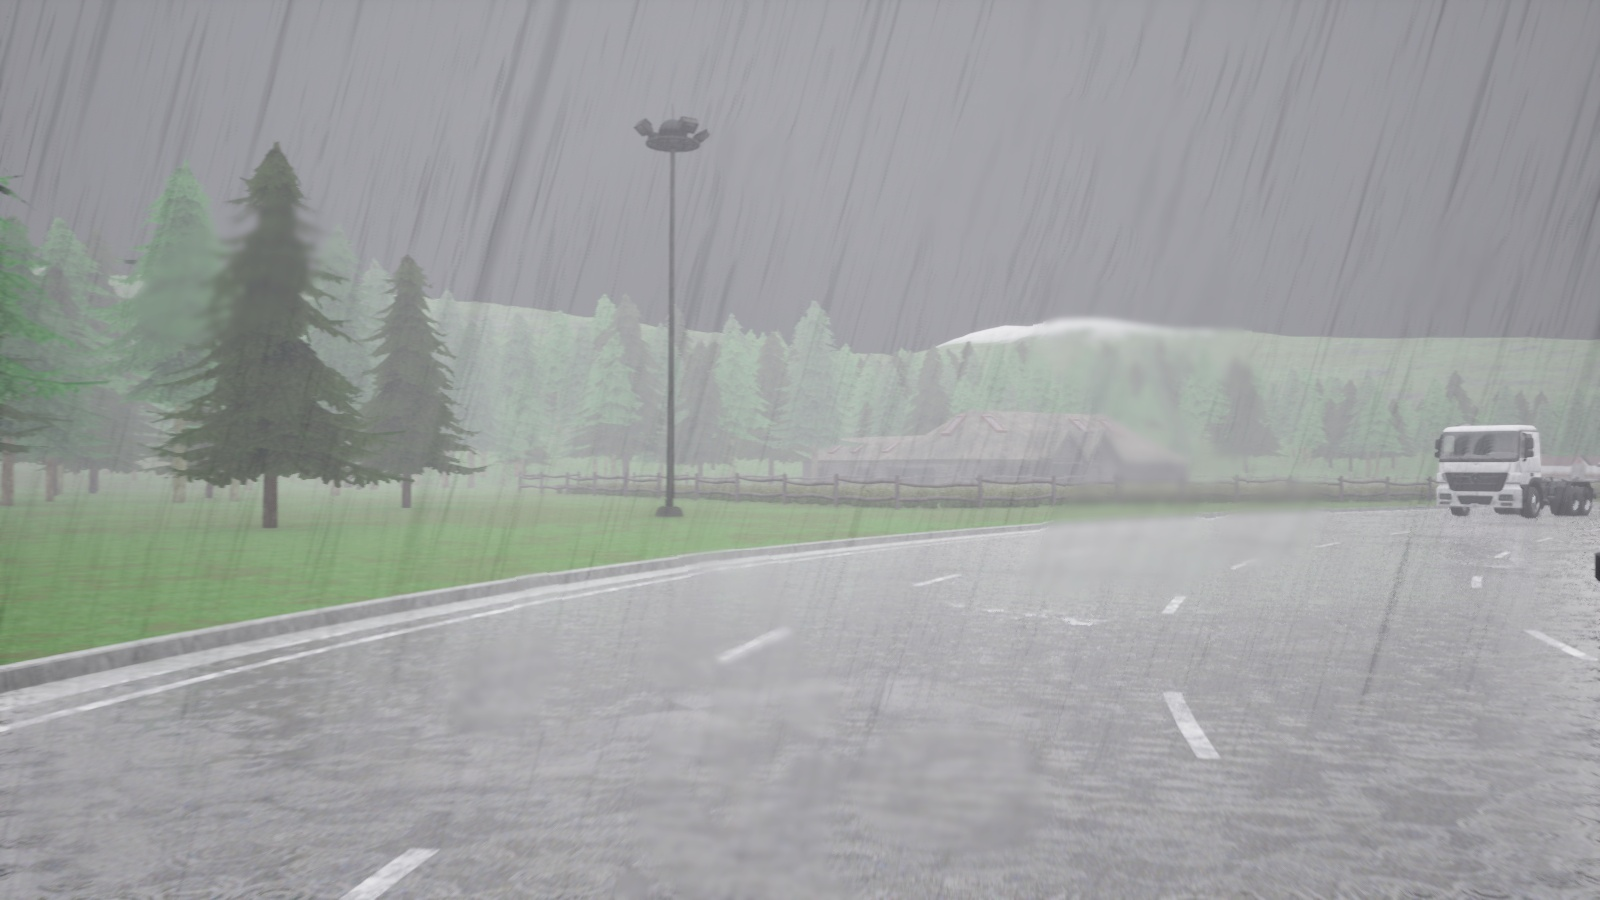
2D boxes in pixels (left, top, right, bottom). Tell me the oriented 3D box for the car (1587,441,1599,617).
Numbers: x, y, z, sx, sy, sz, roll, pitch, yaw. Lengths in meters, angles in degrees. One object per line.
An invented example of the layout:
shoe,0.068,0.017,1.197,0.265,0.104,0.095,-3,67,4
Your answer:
car,8.732,0.793,11.168,1.932,1.855,4.605,-1,-1,19

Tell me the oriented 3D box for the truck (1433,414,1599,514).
truck,27.168,0.547,47.354,7.936,3.462,2.891,1,-1,-40
